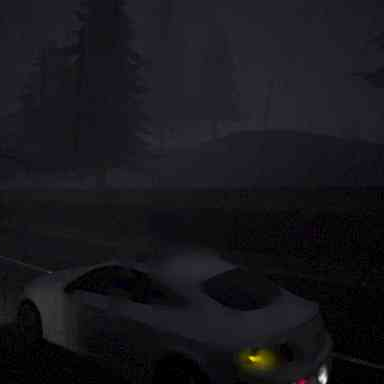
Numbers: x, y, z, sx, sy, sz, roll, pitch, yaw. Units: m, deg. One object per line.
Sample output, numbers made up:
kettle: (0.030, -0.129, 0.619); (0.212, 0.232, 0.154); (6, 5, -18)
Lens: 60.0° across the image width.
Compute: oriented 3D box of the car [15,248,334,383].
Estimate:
car: (-0.584, 1.525, 4.576); (4.674, 1.442, 1.812); (0, 0, 37)
